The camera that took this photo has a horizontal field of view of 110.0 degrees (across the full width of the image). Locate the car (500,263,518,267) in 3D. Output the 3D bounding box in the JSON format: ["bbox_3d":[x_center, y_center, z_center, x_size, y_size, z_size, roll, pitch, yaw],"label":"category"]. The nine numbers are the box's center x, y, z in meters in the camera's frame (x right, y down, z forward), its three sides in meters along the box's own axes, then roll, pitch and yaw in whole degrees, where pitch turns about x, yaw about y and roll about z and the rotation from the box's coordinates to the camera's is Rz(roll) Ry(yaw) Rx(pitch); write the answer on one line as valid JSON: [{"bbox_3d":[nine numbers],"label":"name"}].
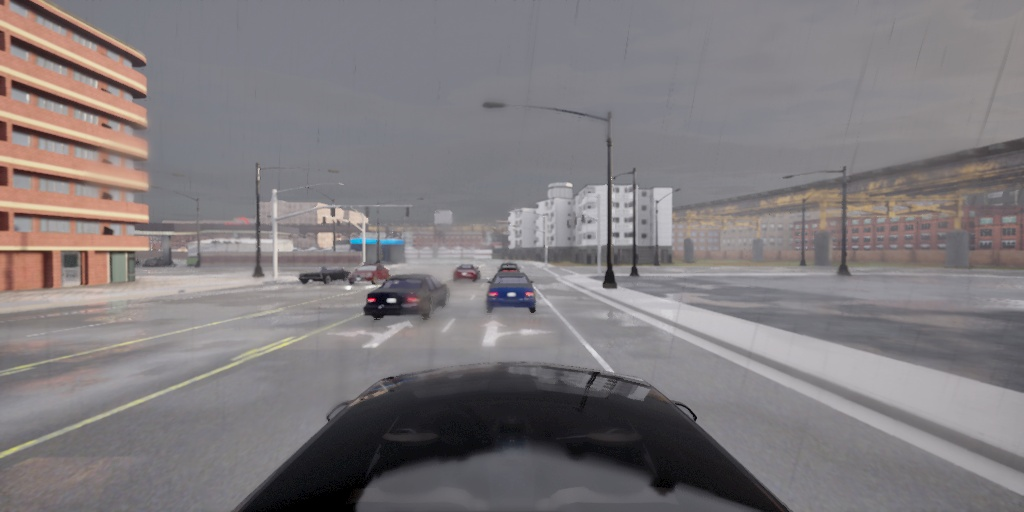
[{"bbox_3d":[-0.244,1.312,29.987,1.837,1.490,4.892,0,0,-1],"label":"car"}]

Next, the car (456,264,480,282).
[{"bbox_3d":[-3.763,1.376,30.263,1.994,1.385,4.181,0,0,-1],"label":"car"}]

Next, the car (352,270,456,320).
[{"bbox_3d":[-3.530,1.351,12.919,2.033,1.411,5.357,0,0,-1],"label":"car"}]

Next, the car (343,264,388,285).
[{"bbox_3d":[-10.815,1.355,27.515,1.812,1.442,4.674,0,0,-1],"label":"car"}]

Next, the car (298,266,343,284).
[{"bbox_3d":[-14.317,1.455,27.659,1.895,1.301,4.718,0,0,-1],"label":"car"}]

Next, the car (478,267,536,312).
[{"bbox_3d":[-0.046,1.350,14.496,2.033,1.411,5.357,0,0,-1],"label":"car"}]
